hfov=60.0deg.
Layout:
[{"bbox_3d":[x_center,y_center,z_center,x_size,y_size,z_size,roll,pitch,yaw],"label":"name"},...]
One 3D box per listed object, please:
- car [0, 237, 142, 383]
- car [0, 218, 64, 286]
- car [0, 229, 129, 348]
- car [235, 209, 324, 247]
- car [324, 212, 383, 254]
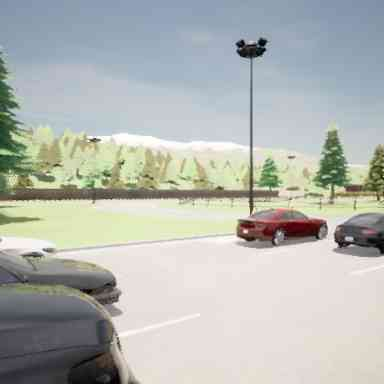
[{"bbox_3d":[-2.998,1.216,1.610,5.566,2.045,2.150,1,0,-36],"label":"car"},{"bbox_3d":[-5.812,1.525,8.199,4.674,1.442,1.812,0,0,-36],"label":"car"},{"bbox_3d":[-3.910,1.547,5.256,5.357,1.411,2.033,0,0,-35],"label":"car"},{"bbox_3d":[4.257,1.501,15.393,5.008,1.535,1.882,0,0,-35],"label":"car"},{"bbox_3d":[7.610,1.553,13.483,4.674,1.442,1.812,0,0,-36],"label":"car"}]
